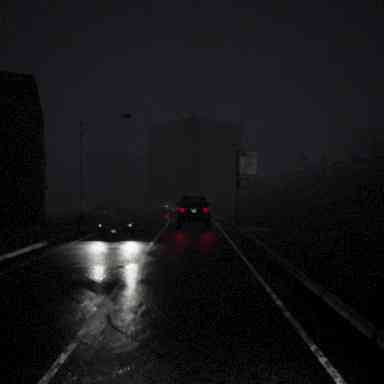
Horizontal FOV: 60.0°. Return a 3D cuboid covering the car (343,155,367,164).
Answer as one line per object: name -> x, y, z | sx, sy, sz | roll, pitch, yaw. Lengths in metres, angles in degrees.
car -> 21.886, -4.008, 42.543 | 2.231, 1.521, 4.892 | 0, 1, -1

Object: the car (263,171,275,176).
car -> 20.942, -4.565, 86.698 | 2.231, 1.521, 4.892 | 0, 1, -1

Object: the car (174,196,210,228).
car -> 0.026, 1.280, 22.914 | 2.150, 2.045, 5.566 | 0, 0, -2

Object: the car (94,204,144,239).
car -> -3.635, 1.540, 17.609 | 1.812, 1.442, 4.674 | 0, 0, -1

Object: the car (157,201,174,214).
car -> -2.971, 1.880, 41.331 | 1.812, 1.442, 4.674 | 0, -1, -16

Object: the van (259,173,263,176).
van -> 20.828, -4.845, 92.092 | 1.878, 1.987, 4.442 | 0, 0, -1

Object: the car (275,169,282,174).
car -> 21.176, -4.571, 75.683 | 2.185, 1.767, 4.553 | 0, 1, -1

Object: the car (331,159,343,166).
car -> 21.761, -4.092, 48.061 | 2.231, 1.521, 4.892 | 0, 1, -1

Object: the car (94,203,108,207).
car -> -15.493, 2.632, 58.170 | 2.033, 1.411, 5.357 | -1, -2, -36

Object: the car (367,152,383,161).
car -> 22.116, -3.865, 37.001 | 2.002, 1.452, 4.674 | 0, 1, -2

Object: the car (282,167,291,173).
car -> 21.293, -4.504, 70.164 | 2.185, 1.767, 4.553 | 0, 1, -1

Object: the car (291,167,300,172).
car -> 21.413, -4.266, 64.491 | 2.002, 1.452, 4.674 | 0, 1, -1

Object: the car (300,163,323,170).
car -> 21.529, -4.362, 58.997 | 2.185, 1.767, 4.553 | 0, 1, -1
